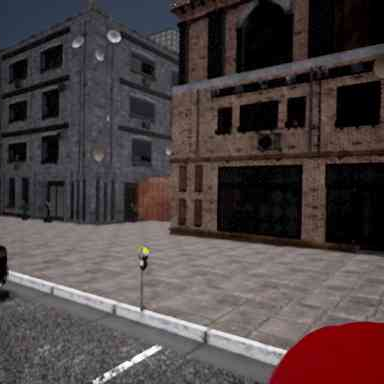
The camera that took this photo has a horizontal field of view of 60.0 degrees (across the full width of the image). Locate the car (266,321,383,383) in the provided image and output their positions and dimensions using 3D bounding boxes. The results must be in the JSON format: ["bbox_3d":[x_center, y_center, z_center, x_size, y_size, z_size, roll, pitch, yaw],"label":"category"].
[{"bbox_3d":[2.583,1.321,0.964,5.009,1.841,2.192,0,1,36],"label":"car"}]

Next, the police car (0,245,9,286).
[{"bbox_3d":[-6.289,1.391,7.769,5.238,1.638,1.930,0,0,36],"label":"police car"}]
